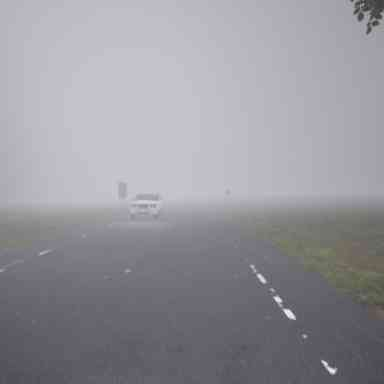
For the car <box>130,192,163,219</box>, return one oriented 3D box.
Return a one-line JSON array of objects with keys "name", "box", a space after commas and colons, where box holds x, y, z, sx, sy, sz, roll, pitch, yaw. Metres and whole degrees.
[{"name": "car", "box": [-3.595, 1.012, 27.264, 2.150, 2.045, 5.566, 0, 0, 0]}]
